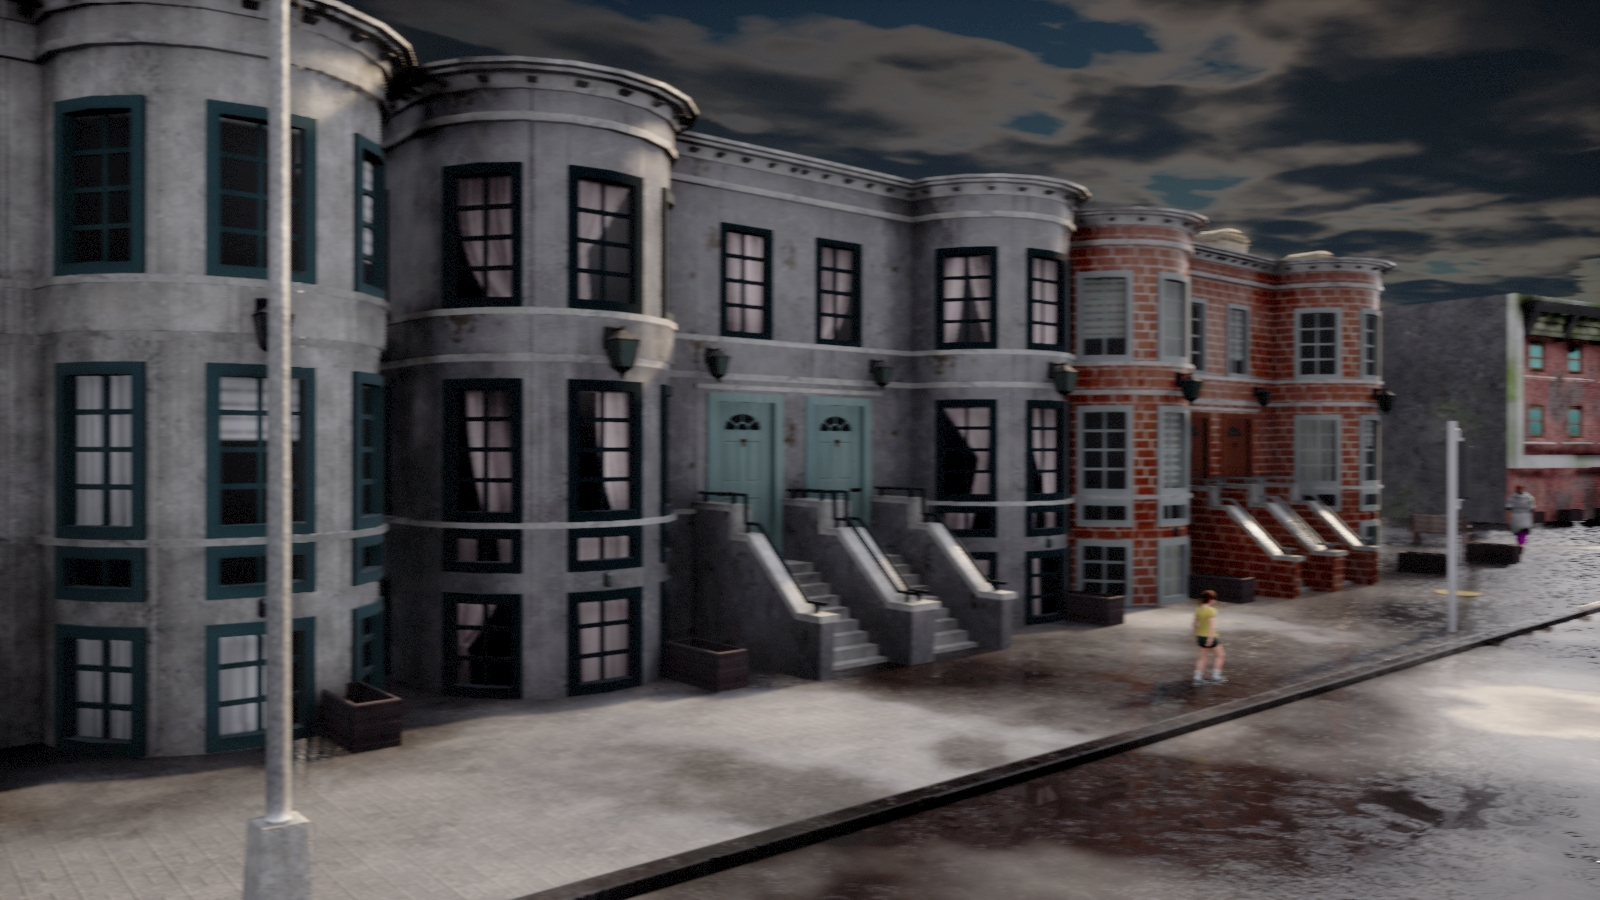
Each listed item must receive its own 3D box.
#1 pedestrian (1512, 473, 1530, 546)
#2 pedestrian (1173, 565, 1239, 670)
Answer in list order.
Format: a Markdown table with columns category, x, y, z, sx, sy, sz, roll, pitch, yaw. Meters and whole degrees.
| category | x | y | z | sx | sy | sz | roll | pitch | yaw |
| --- | --- | --- | --- | --- | --- | --- | --- | --- | --- |
| pedestrian | 18.648 | 1.521 | 29.560 | 0.375 | 1.860 | 0.375 | 0 | 0 | 35 |
| pedestrian | 4.634 | 1.894 | 13.049 | 0.500 | 1.100 | 0.500 | 0 | 0 | -28 |
